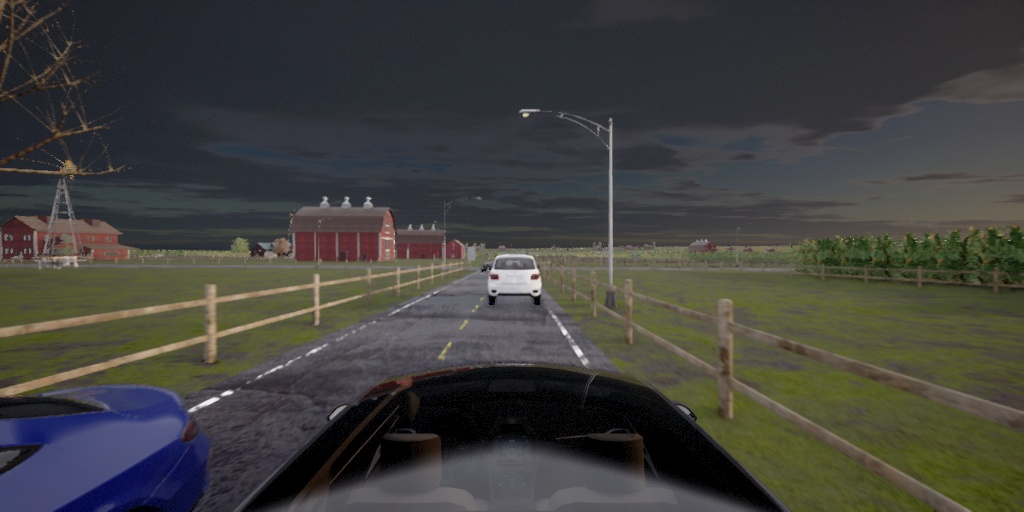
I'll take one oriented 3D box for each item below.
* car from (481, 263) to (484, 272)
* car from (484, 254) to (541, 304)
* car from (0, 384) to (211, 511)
[{"bbox_3d":[-2.743,1.301,43.814,2.033,1.411,5.357,0,0,0],"label":"car"},{"bbox_3d":[0.102,0.947,16.335,2.150,2.045,5.566,0,0,0],"label":"car"},{"bbox_3d":[-2.836,1.278,0.420,1.812,1.442,4.674,0,0,0],"label":"car"}]
